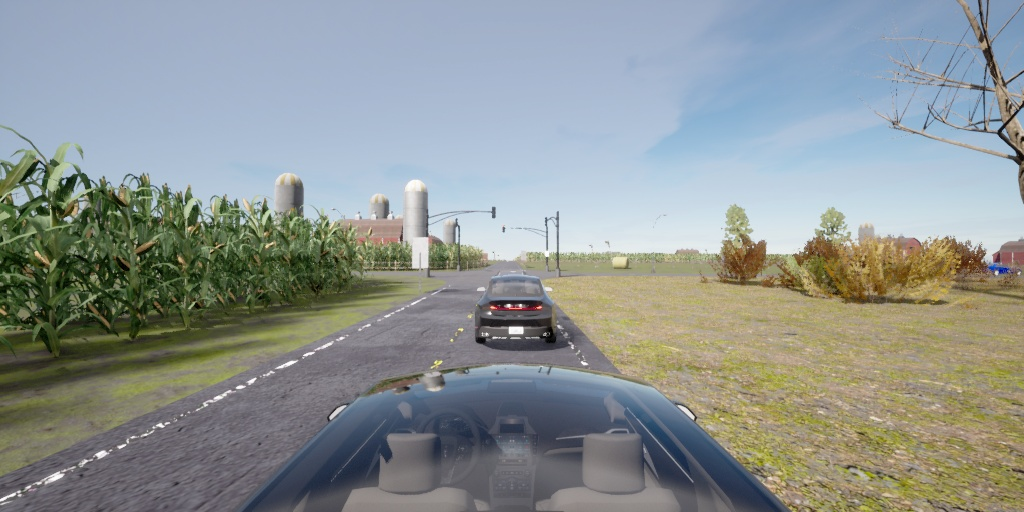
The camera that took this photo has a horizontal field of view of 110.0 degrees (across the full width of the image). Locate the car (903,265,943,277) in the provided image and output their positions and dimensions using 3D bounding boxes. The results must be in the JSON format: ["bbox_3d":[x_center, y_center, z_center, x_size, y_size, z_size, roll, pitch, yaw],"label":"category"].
[{"bbox_3d":[48.559,1.768,42.536,4.181,1.385,1.994,1,-1,-5],"label":"car"}]

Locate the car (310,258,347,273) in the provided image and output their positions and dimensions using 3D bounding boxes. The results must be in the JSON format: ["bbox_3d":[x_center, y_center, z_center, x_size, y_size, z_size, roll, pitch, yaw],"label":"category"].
[{"bbox_3d":[-19.828,0.931,37.659,4.553,1.767,2.097,0,-1,-3],"label":"car"}]

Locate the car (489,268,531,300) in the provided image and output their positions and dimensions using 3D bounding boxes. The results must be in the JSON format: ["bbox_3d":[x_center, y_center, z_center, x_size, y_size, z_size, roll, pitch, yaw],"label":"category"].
[{"bbox_3d":[0.032,1.360,18.823,1.895,1.301,4.718,0,0,4],"label":"car"}]

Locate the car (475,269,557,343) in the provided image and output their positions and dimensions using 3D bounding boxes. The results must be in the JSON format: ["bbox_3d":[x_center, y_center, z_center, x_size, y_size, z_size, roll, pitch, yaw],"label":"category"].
[{"bbox_3d":[0.080,1.259,9.672,1.837,1.490,4.892,0,0,0],"label":"car"}]
